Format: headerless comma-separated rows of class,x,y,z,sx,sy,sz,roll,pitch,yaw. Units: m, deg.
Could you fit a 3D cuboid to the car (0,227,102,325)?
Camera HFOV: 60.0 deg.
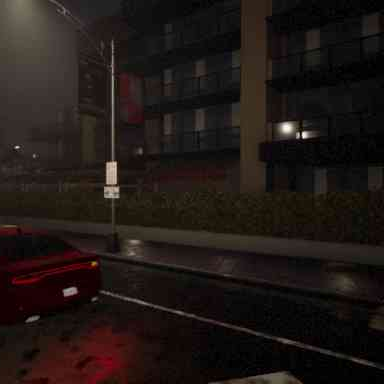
car,-4.012,1.477,6.896,5.008,1.535,1.882,0,0,35
